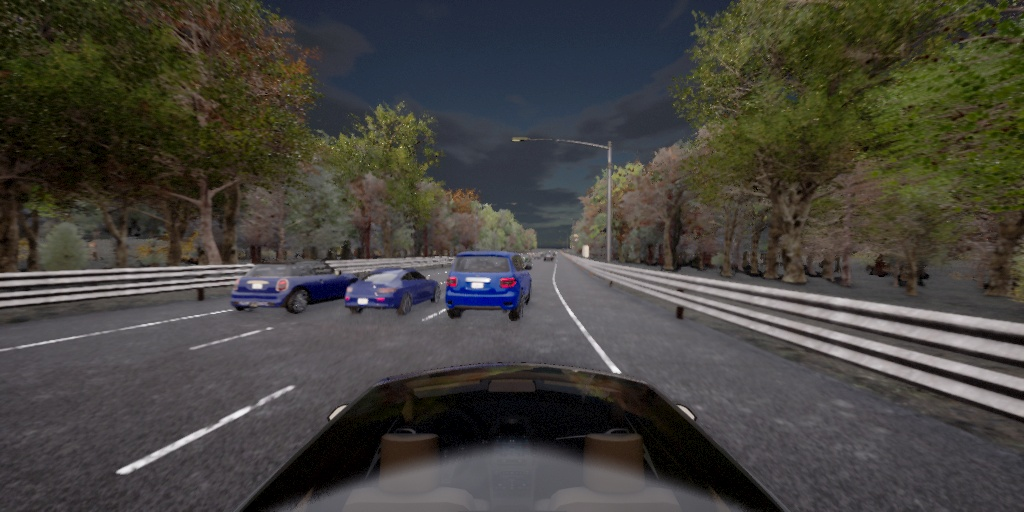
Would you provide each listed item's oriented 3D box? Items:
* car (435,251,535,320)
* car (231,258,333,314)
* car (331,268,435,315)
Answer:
[{"bbox_3d":[-0.582,0.857,12.337,2.150,2.045,5.566,0,1,7],"label":"car"},{"bbox_3d":[-7.541,0.928,13.111,2.097,1.767,4.553,1,1,7],"label":"car"},{"bbox_3d":[-4.059,1.134,12.752,1.812,1.442,4.674,0,1,7],"label":"car"}]
